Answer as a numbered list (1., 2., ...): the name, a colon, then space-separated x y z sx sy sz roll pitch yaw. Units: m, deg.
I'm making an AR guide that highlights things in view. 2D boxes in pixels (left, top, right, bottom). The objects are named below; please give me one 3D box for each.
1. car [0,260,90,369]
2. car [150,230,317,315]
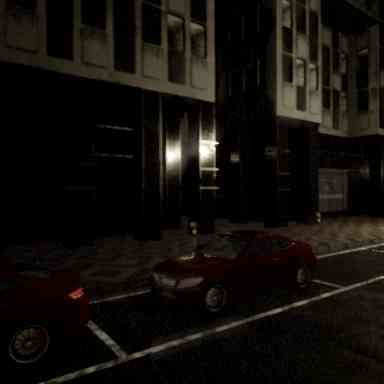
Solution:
1. car: -3.459 1.584 4.183 4.206 1.307 1.802 0 0 -36
2. car: 1.101 1.560 7.437 4.206 1.307 1.802 0 0 -36
